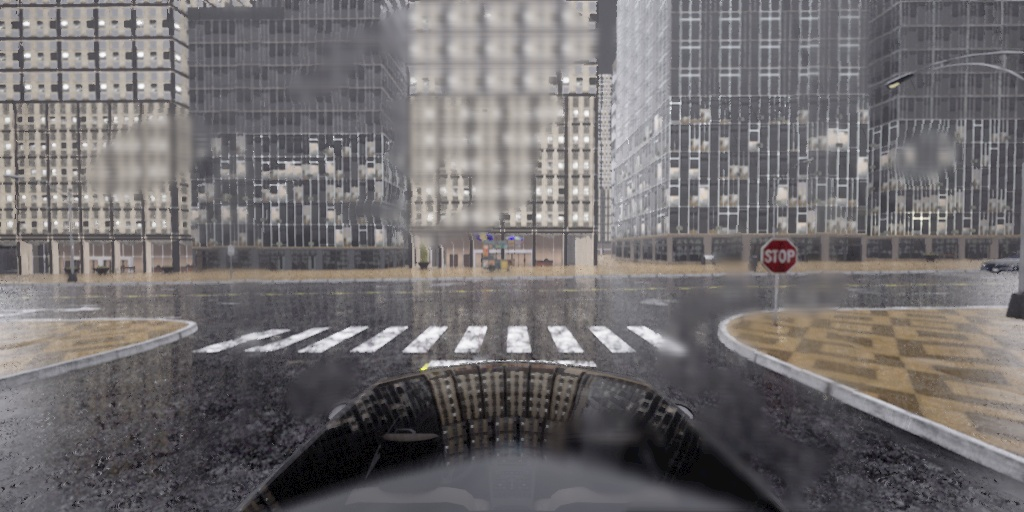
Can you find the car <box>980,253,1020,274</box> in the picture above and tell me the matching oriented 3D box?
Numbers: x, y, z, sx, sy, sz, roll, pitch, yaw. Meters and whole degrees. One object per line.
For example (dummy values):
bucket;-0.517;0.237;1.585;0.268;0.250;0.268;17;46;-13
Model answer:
car;33.930;0.472;23.145;5.357;1.411;2.033;-1;1;1
